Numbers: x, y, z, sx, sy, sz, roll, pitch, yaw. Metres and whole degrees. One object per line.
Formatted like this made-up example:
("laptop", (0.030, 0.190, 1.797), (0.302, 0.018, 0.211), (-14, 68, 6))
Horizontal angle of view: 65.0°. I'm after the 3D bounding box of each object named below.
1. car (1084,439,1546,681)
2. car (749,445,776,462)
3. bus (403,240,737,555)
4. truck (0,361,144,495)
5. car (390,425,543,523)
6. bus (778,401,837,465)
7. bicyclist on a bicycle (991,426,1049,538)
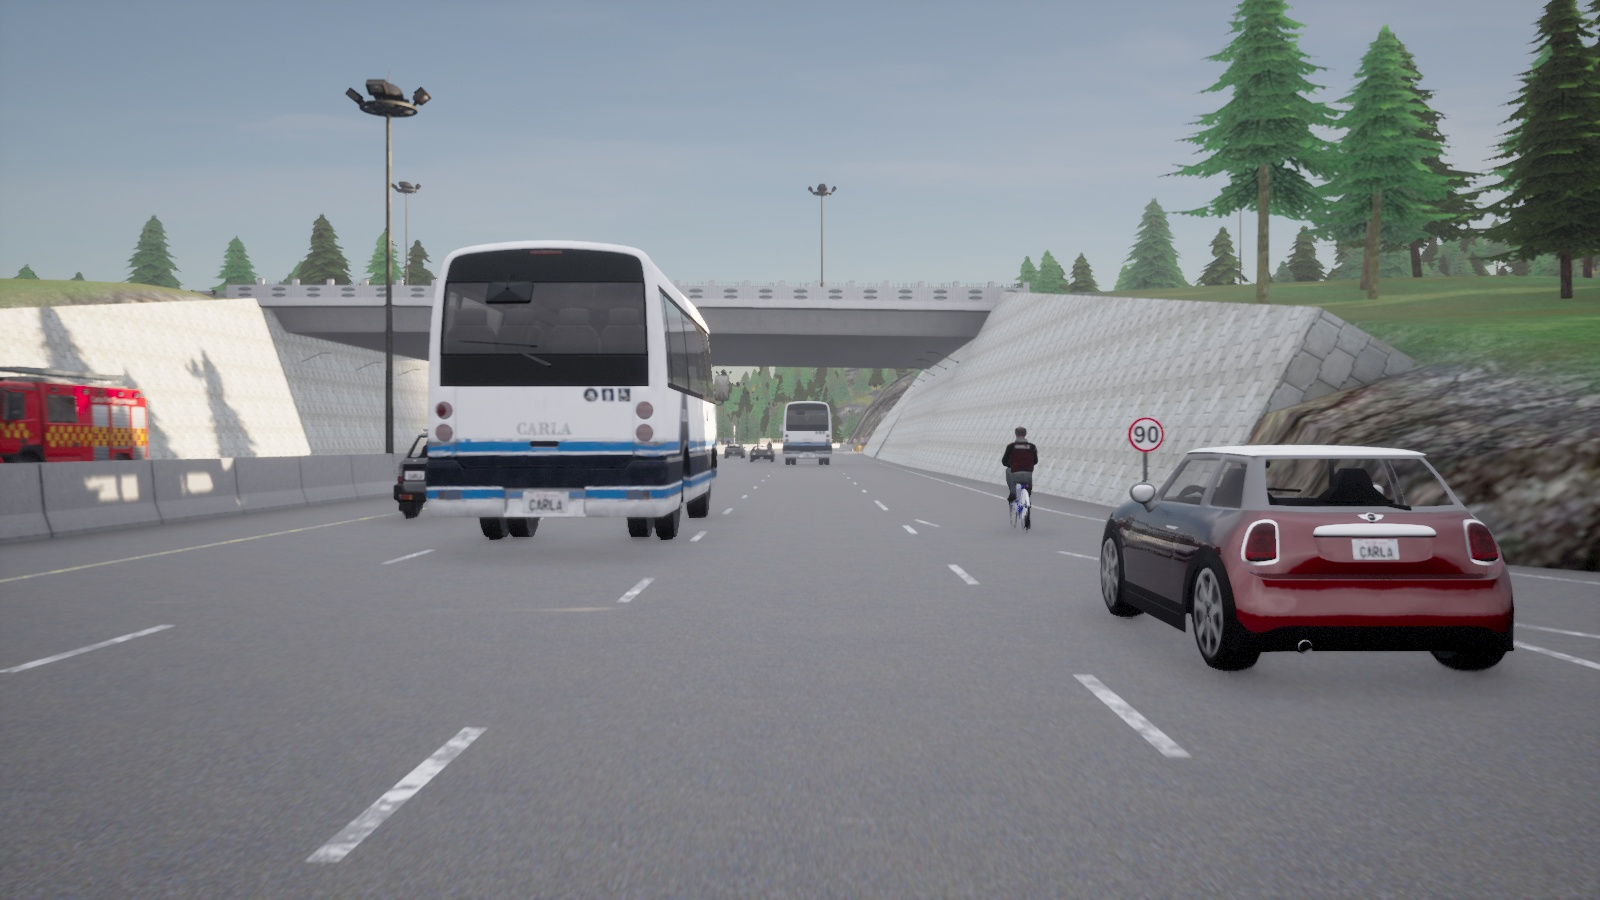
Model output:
("car", (3.570, 0.661, 9.558), (1.970, 1.475, 3.806), (0, 0, 0))
("car", (-2.922, 0.288, 98.832), (1.895, 1.301, 4.718), (0, 0, 0))
("bus", (-3.358, -0.757, 22.112), (3.944, 4.253, 10.273), (0, 1, 0))
("truck", (-24.260, -0.660, 39.400), (2.891, 3.827, 8.468), (0, 0, 0))
("car", (-6.835, 0.413, 26.256), (1.932, 1.855, 4.605), (0, 1, 0))
("bus", (0.520, -1.129, 88.534), (3.944, 4.253, 10.273), (0, 0, 0))
("bicyclist on a bicycle", (3.634, 0.502, 20.881), (0.659, 1.776, 1.843), (0, 1, 0))
